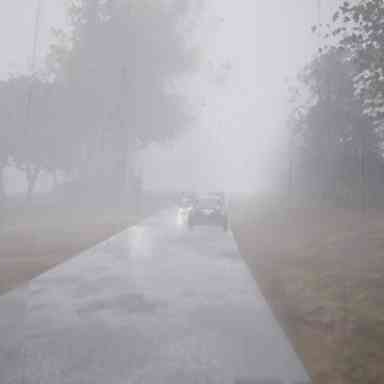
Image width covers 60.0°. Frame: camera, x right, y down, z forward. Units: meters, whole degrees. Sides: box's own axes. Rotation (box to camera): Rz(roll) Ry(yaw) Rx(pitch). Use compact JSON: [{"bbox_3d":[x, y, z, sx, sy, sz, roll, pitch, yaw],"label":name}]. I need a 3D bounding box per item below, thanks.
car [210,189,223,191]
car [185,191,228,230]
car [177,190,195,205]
[{"bbox_3d":[2.718,0.437,36.742,2.128,1.511,4.902,0,3,6],"label":"car"},{"bbox_3d":[0.974,1.044,19.174,2.097,1.767,4.553,0,2,4],"label":"car"},{"bbox_3d":[-0.399,0.521,34.612,2.128,1.511,4.902,2,3,7],"label":"car"}]
